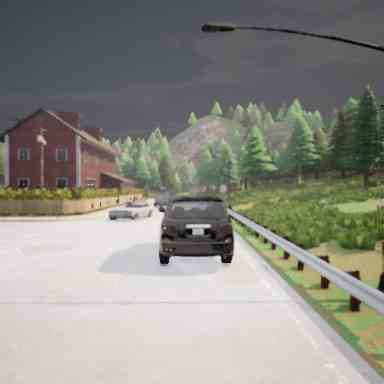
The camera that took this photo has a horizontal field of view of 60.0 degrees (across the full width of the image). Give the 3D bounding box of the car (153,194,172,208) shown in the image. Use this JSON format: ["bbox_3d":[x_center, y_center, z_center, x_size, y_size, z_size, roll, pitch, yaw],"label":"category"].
[{"bbox_3d":[-3.597,1.060,41.456,1.837,1.490,4.892,0,1,0],"label":"car"}]

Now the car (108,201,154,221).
[{"bbox_3d":[-4.306,1.339,24.315,1.895,1.301,4.718,0,1,12],"label":"car"}]

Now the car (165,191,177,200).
[{"bbox_3d":[-3.512,0.505,56.972,1.837,1.490,4.892,0,1,0],"label":"car"}]

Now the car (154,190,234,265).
[{"bbox_3d":[0.024,1.100,11.396,2.150,2.045,5.566,0,1,-3],"label":"car"}]
